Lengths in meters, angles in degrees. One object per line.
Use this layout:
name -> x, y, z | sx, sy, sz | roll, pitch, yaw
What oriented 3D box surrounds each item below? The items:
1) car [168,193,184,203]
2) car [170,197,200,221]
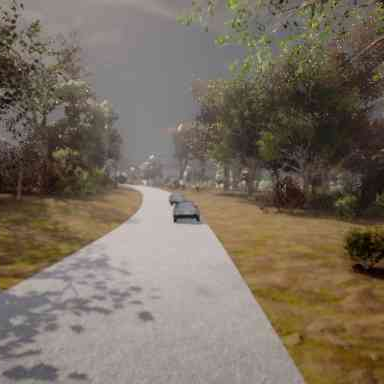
car -> -1.850, 0.769, 40.848 | 1.994, 1.385, 4.181 | 1, 3, -7
car -> -0.488, 1.352, 25.321 | 1.994, 1.385, 4.181 | 0, 1, -3
